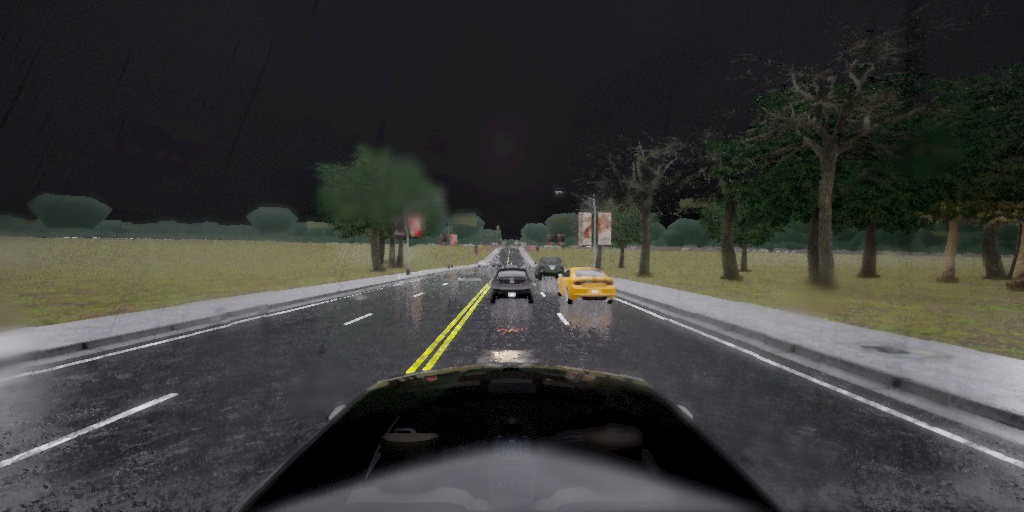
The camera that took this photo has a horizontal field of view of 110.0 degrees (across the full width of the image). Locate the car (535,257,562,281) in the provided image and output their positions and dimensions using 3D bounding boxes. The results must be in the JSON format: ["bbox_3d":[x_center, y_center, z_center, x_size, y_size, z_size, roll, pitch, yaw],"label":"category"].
[{"bbox_3d":[3.250,1.080,31.549,2.150,2.045,5.566,0,0,0],"label":"car"}]

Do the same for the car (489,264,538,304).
[{"bbox_3d":[0.000,1.281,16.510,1.837,1.490,4.892,0,0,0],"label":"car"}]

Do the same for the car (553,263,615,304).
[{"bbox_3d":[3.250,1.250,16.510,1.882,1.535,5.008,0,0,0],"label":"car"}]

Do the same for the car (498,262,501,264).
[{"bbox_3d":[0.000,1.395,31.521,1.994,1.385,4.181,0,0,0],"label":"car"}]
